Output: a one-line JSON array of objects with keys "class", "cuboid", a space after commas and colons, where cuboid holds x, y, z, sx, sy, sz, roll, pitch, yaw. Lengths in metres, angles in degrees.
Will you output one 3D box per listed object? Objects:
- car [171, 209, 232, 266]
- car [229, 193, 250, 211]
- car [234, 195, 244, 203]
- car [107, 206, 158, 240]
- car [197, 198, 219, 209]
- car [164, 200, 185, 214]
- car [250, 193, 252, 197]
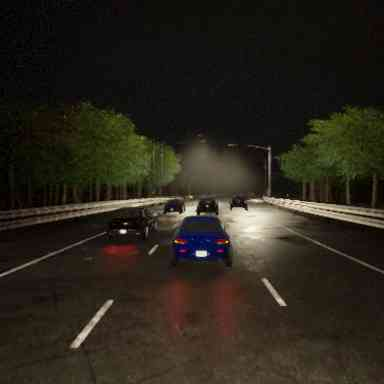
[{"class": "car", "cuboid": [0.328, 1.528, 11.441, 1.812, 1.442, 4.674, 0, 0, 2]}, {"class": "car", "cuboid": [5.729, 1.265, 41.356, 2.097, 1.767, 4.553, 0, 0, 5]}, {"class": "car", "cuboid": [9.942, 1.437, 70.431, 1.837, 1.490, 4.892, 0, 0, 11]}, {"class": "car", "cuboid": [-2.954, 1.504, 17.187, 1.837, 1.490, 4.892, 0, 0, 3]}, {"class": "car", "cuboid": [1.631, 1.356, 33.597, 2.097, 1.767, 4.553, 0, 0, 5]}, {"class": "car", "cuboid": [-1.780, 1.525, 34.830, 1.812, 1.442, 4.674, 0, 0, 5]}, {"class": "car", "cuboid": [15.009, 1.211, 94.196, 2.150, 2.045, 5.566, 0, 0, 14]}]
